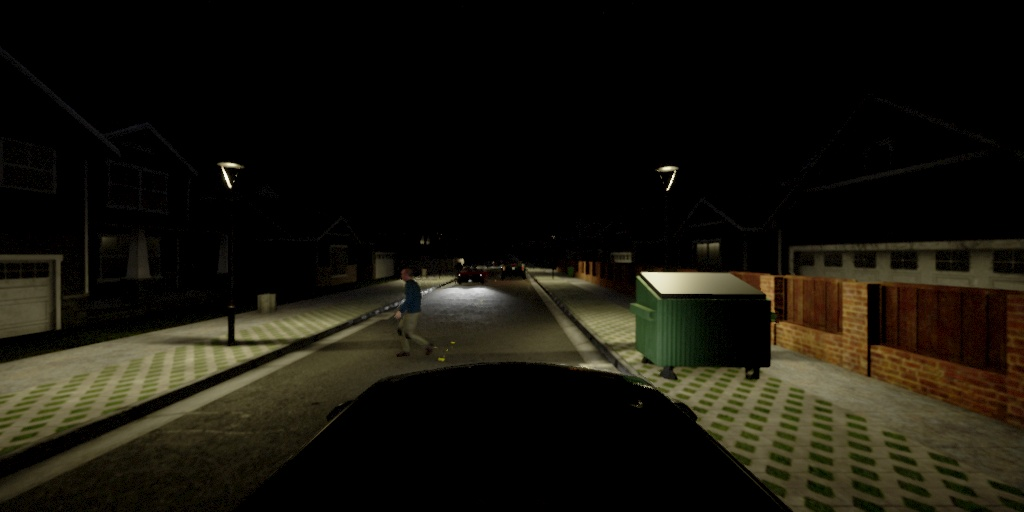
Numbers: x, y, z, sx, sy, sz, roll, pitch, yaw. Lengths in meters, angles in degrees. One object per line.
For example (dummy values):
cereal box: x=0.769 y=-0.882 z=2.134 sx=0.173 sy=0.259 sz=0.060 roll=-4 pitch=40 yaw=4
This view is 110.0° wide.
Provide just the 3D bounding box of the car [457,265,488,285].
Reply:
car: x=-2.817 y=1.368 z=26.341 sx=1.895 sy=1.301 sz=4.718 roll=0 pitch=0 yaw=0

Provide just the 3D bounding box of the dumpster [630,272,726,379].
dumpster: x=3.015 y=1.151 z=6.931 sx=1.020 sy=1.700 sz=1.940 roll=0 pitch=0 yaw=0

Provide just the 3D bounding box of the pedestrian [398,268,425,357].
pedestrian: x=-1.979 y=1.050 z=7.062 sx=0.375 sy=1.860 sz=0.375 roll=0 pitch=0 yaw=-10

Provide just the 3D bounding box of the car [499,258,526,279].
car: x=0.134 y=1.120 z=32.669 sx=2.097 sy=1.767 sz=4.553 roll=0 pitch=0 yaw=0
